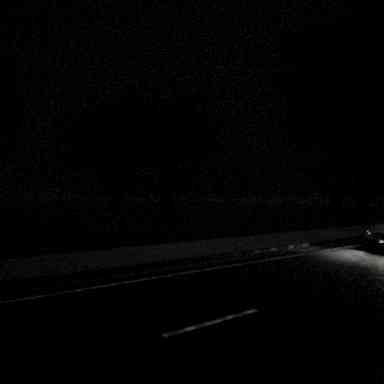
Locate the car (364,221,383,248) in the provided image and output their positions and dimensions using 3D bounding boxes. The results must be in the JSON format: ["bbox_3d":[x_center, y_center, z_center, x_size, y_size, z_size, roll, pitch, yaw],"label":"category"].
[{"bbox_3d":[9.266,1.664,14.267,4.674,1.442,1.812,1,0,-35],"label":"car"}]
